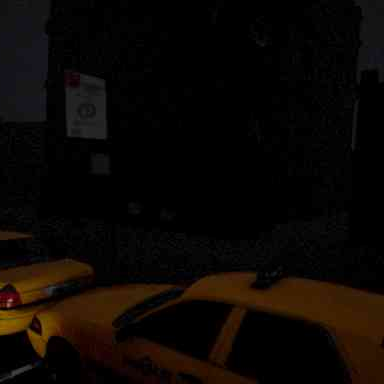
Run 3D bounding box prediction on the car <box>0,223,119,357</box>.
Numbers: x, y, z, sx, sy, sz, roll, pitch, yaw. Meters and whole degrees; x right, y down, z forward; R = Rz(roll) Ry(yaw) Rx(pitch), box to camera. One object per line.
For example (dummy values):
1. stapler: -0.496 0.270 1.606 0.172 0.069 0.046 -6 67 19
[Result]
1. car: -4.030 1.386 6.406 5.366 1.575 1.946 1 1 36
